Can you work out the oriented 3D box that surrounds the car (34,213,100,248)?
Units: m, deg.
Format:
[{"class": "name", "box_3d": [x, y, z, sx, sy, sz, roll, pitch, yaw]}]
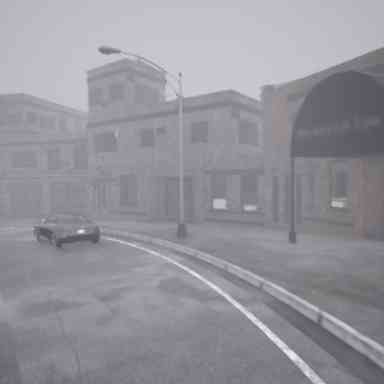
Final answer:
[{"class": "car", "box_3d": [-5.984, 1.678, 15.709, 1.994, 1.385, 4.181, -3, 1, -39]}]
